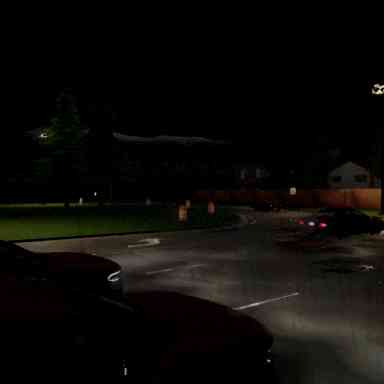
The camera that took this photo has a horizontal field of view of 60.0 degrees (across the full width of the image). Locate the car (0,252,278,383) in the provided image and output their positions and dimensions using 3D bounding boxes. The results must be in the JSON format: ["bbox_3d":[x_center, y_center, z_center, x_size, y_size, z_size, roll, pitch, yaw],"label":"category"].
[{"bbox_3d":[-1.486,1.477,2.630,5.008,1.535,1.882,0,0,-33],"label":"car"}]

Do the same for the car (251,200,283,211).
[{"bbox_3d":[8.900,1.591,40.246,1.895,1.301,4.718,0,0,-18],"label":"car"}]

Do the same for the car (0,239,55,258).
[{"bbox_3d":[-3.624,1.477,5.414,5.008,1.535,1.882,0,0,-33],"label":"car"}]

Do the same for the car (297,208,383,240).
[{"bbox_3d":[7.713,1.542,17.032,5.357,1.411,2.033,0,0,-33],"label":"car"}]
